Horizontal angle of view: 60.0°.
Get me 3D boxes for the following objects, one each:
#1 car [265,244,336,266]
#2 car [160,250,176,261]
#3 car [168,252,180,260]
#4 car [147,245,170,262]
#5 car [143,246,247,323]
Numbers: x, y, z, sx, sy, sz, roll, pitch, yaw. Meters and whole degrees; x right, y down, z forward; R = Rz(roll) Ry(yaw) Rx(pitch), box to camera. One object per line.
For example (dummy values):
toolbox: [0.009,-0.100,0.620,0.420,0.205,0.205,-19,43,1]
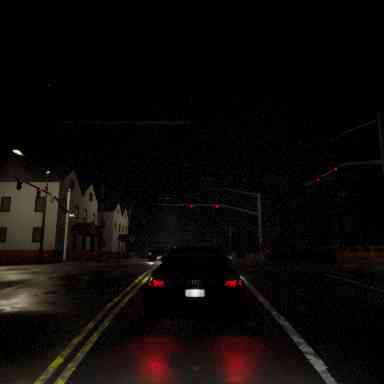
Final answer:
car: [7.796,4.551,24.178,4.902,1.511,2.128,-1,-11,8]
car: [-3.651,9.965,52.212,2.128,1.511,4.902,0,-11,0]
car: [-3.596,12.765,66.707,2.128,1.511,4.902,0,-11,1]
car: [-3.642,6.888,36.987,2.097,1.767,4.553,0,-11,0]
car: [0.063,1.984,7.878,1.994,1.385,4.181,0,-7,0]
